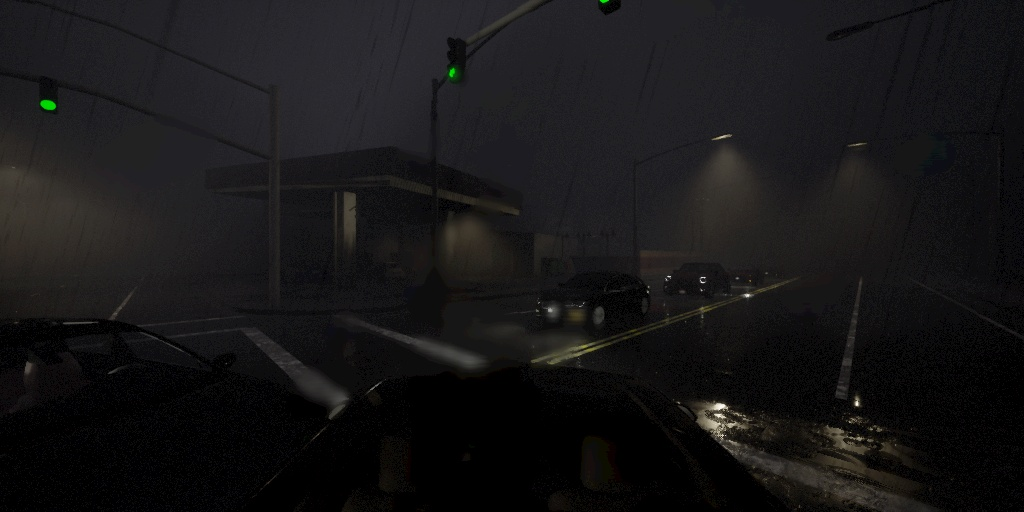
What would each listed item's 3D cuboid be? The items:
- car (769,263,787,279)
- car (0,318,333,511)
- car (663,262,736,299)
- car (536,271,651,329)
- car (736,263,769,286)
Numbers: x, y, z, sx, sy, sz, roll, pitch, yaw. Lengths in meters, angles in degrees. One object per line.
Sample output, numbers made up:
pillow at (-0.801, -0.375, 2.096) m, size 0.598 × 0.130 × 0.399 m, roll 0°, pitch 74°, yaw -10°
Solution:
car at (23.484, 1.314, 32.494) m, size 1.994 × 1.385 × 4.181 m, roll 0°, pitch 0°, yaw 45°
car at (-3.443, 1.242, 2.419) m, size 4.902 × 1.511 × 2.128 m, roll 0°, pitch 0°, yaw 14°
car at (9.552, 1.102, 18.402) m, size 2.097 × 1.767 × 4.553 m, roll 0°, pitch 0°, yaw 45°
car at (2.776, 1.255, 11.495) m, size 1.837 × 1.490 × 4.892 m, roll 0°, pitch 0°, yaw 44°
car at (16.416, 1.314, 25.376) m, size 1.994 × 1.385 × 4.181 m, roll 0°, pitch 0°, yaw 44°
